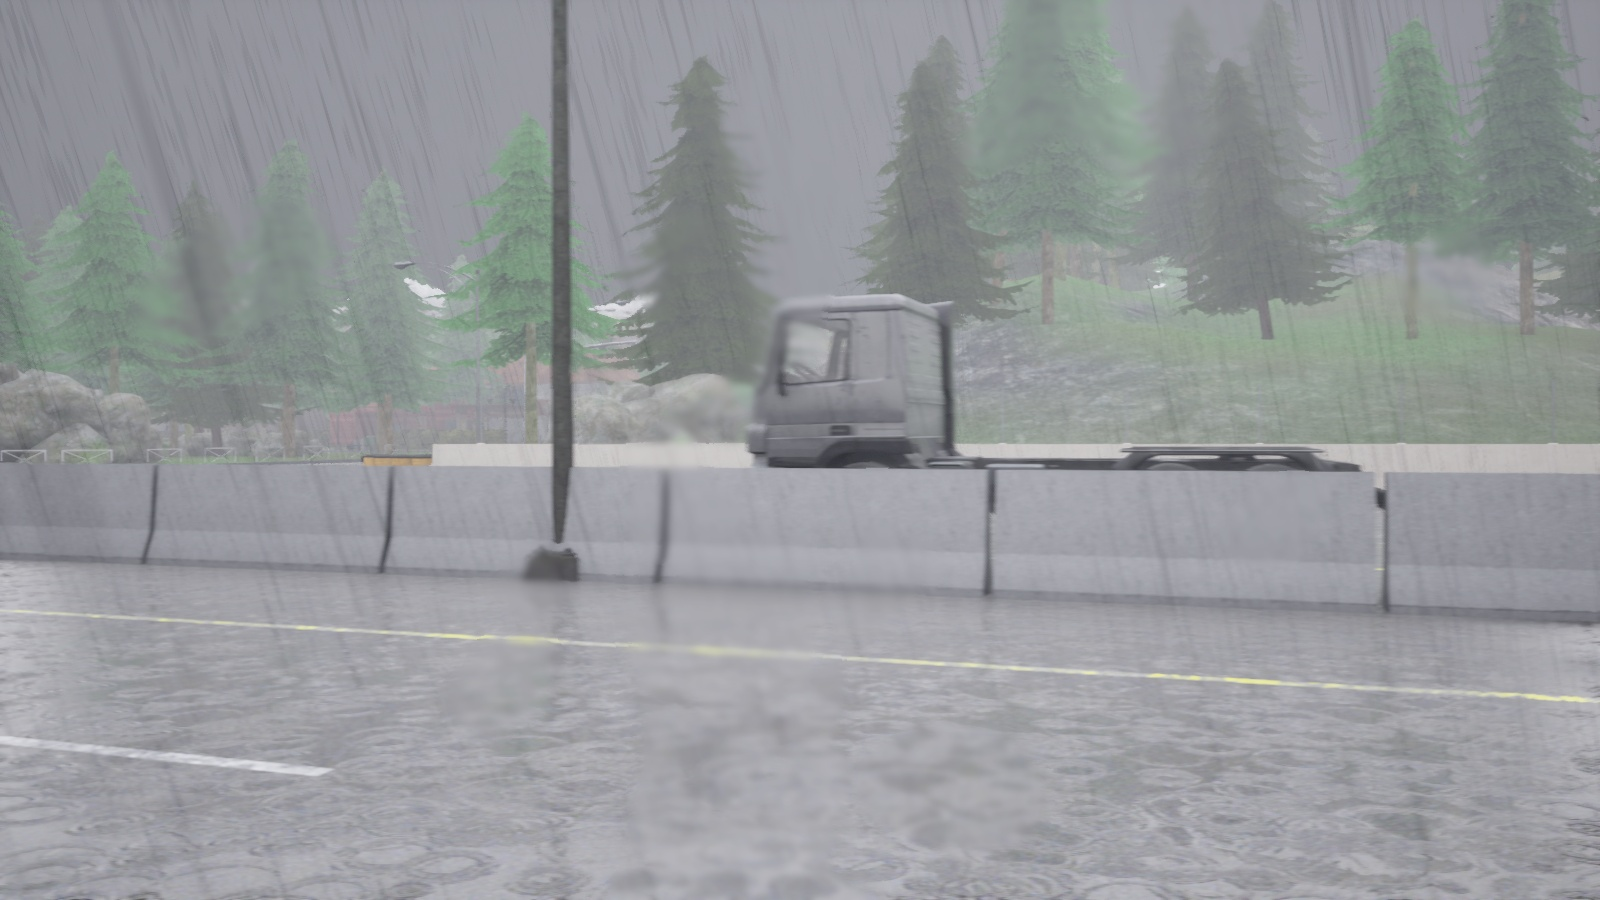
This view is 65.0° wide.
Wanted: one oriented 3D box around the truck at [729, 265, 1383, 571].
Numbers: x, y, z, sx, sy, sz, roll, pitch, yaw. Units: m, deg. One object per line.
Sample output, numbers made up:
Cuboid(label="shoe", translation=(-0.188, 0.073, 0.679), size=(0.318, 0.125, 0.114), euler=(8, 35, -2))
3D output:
Cuboid(label="truck", translation=(3.274, -0.413, 16.847), size=(7.936, 3.462, 2.891), euler=(1, 1, 19))
